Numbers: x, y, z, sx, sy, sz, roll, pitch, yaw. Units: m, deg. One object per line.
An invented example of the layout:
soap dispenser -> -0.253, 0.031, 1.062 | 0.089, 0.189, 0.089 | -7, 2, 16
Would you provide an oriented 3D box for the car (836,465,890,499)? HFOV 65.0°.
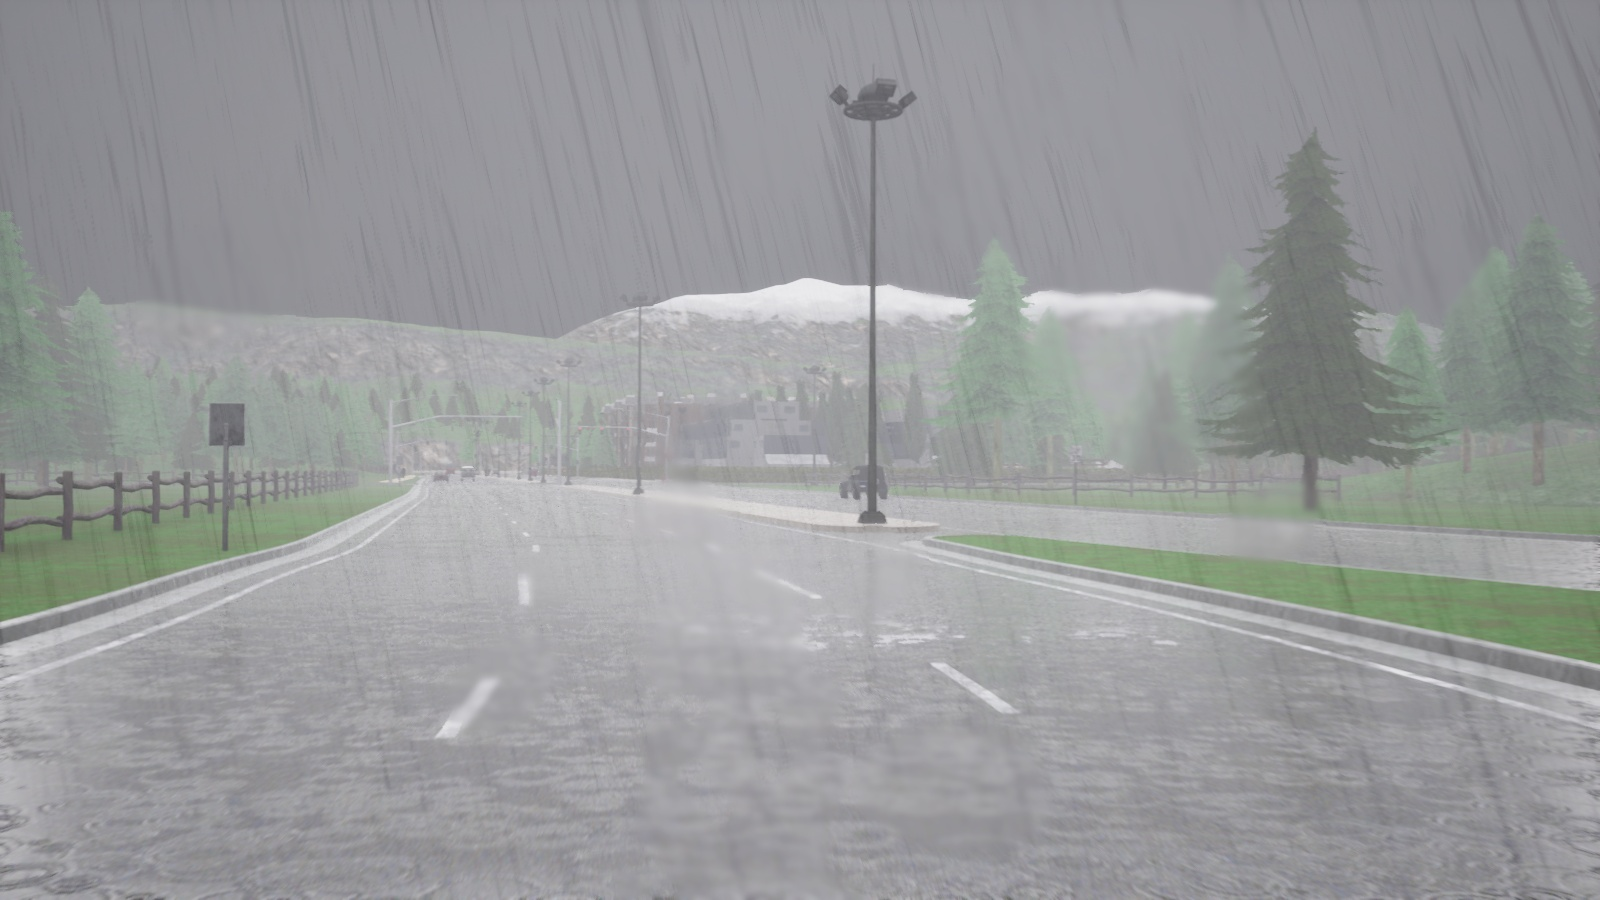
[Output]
car -> 3.502, 1.776, 70.595 | 1.905, 1.878, 3.866 | 0, -1, -15
